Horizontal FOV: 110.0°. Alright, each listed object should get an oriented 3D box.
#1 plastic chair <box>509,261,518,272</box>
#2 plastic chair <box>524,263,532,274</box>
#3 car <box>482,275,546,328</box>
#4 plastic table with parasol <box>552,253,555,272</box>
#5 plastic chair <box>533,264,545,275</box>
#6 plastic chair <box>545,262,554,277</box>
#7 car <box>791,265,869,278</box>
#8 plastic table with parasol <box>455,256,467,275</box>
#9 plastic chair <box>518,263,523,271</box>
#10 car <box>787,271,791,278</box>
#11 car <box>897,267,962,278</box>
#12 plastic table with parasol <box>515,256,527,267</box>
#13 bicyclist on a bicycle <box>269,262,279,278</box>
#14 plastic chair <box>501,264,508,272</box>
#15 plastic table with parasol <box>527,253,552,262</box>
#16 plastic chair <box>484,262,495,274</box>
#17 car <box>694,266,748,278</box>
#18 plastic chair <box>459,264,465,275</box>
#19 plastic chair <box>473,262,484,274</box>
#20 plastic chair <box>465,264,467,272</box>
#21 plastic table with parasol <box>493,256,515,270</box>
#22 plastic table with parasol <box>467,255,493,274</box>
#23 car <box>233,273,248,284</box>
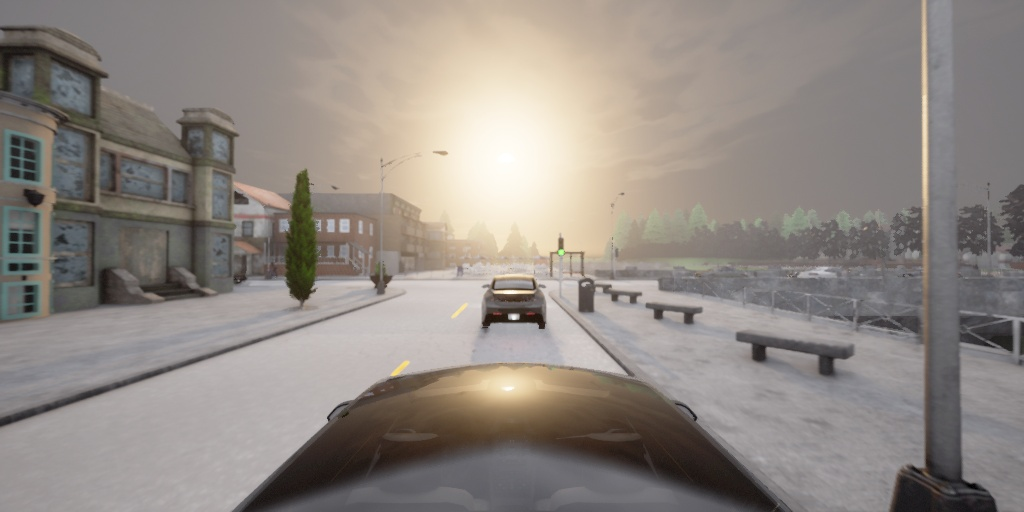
[{"bbox_3d":[0.137,1.809,54.824,0.730,1.272,0.750,0,0,0],"label":"plastic chair"},{"bbox_3d":[2.238,1.734,47.224,0.730,1.272,0.750,0,0,0],"label":"plastic chair"},{"bbox_3d":[0.065,1.356,11.803,1.837,1.490,4.892,0,0,0],"label":"car"},{"bbox_3d":[4.987,1.216,55.824,2.482,2.480,2.482,0,0,0],"label":"plastic table with parasol"},{"bbox_3d":[3.438,1.721,45.924,0.750,1.272,0.730,0,0,0],"label":"plastic chair"},{"bbox_3d":[4.838,1.732,47.025,0.730,1.272,0.750,0,0,0],"label":"plastic chair"},{"bbox_3d":[25.001,1.539,27.951,4.674,1.442,1.812,0,-1,0],"label":"car"},{"bbox_3d":[-7.133,1.202,54.533,2.482,2.480,2.482,0,0,0],"label":"plastic table with parasol"},{"bbox_3d":[1.040,1.875,61.355,0.750,1.272,0.730,0,0,-1],"label":"plastic chair"},{"bbox_3d":[27.429,1.560,32.136,4.892,1.490,1.837,0,-1,0],"label":"car"},{"bbox_3d":[37.322,1.619,32.124,4.181,1.385,1.994,0,-1,0],"label":"car"},{"bbox_3d":[1.156,1.282,62.533,2.482,2.480,2.482,0,0,0],"label":"plastic table with parasol"},{"bbox_3d":[-24.192,1.443,36.325,0.582,1.620,1.656,0,0,0],"label":"bicyclist on a bicycle"},{"bbox_3d":[-1.263,1.798,53.724,0.750,1.272,0.730,0,0,0],"label":"plastic chair"},{"bbox_3d":[3.578,1.129,47.194,2.482,2.480,2.482,0,0,0],"label":"plastic table with parasol"},{"bbox_3d":[-2.963,1.739,47.824,0.730,1.272,0.750,0,0,0],"label":"plastic chair"},{"bbox_3d":[18.643,1.619,32.136,4.181,1.385,1.994,0,-1,0],"label":"car"},{"bbox_3d":[-7.059,1.794,53.355,0.750,1.272,0.730,0,0,-1],"label":"plastic chair"},{"bbox_3d":[-4.362,1.728,46.724,0.750,1.272,0.730,0,0,0],"label":"plastic chair"},{"bbox_3d":[-5.563,1.741,48.023,0.730,1.272,0.750,0,0,0],"label":"plastic chair"},{"bbox_3d":[-1.213,1.206,54.924,2.482,2.480,2.482,0,0,0],"label":"plastic table with parasol"},{"bbox_3d":[-4.243,1.137,47.944,2.482,2.480,2.482,0,0,0],"label":"plastic table with parasol"},{"bbox_3d":[-23.466,1.611,27.925,4.718,1.301,1.895,0,-1,0],"label":"car"}]
